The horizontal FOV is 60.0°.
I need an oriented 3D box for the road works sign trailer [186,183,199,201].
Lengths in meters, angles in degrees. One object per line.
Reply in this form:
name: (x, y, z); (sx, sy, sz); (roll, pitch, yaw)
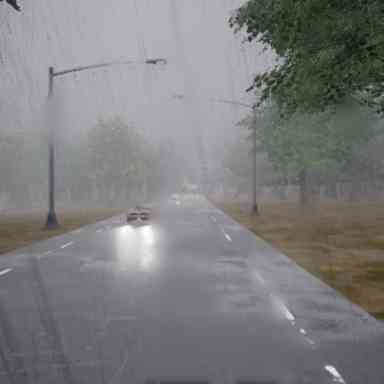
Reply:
road works sign trailer: (0.007, 0.018, 65.082); (2.380, 3.560, 2.880); (0, 1, 0)

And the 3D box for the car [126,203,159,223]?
car: (-3.582, 1.516, 24.743); (1.895, 1.301, 4.718); (0, 0, 0)

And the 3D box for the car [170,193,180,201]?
car: (-3.493, 0.990, 67.132); (1.812, 1.442, 4.674); (0, 1, 0)
